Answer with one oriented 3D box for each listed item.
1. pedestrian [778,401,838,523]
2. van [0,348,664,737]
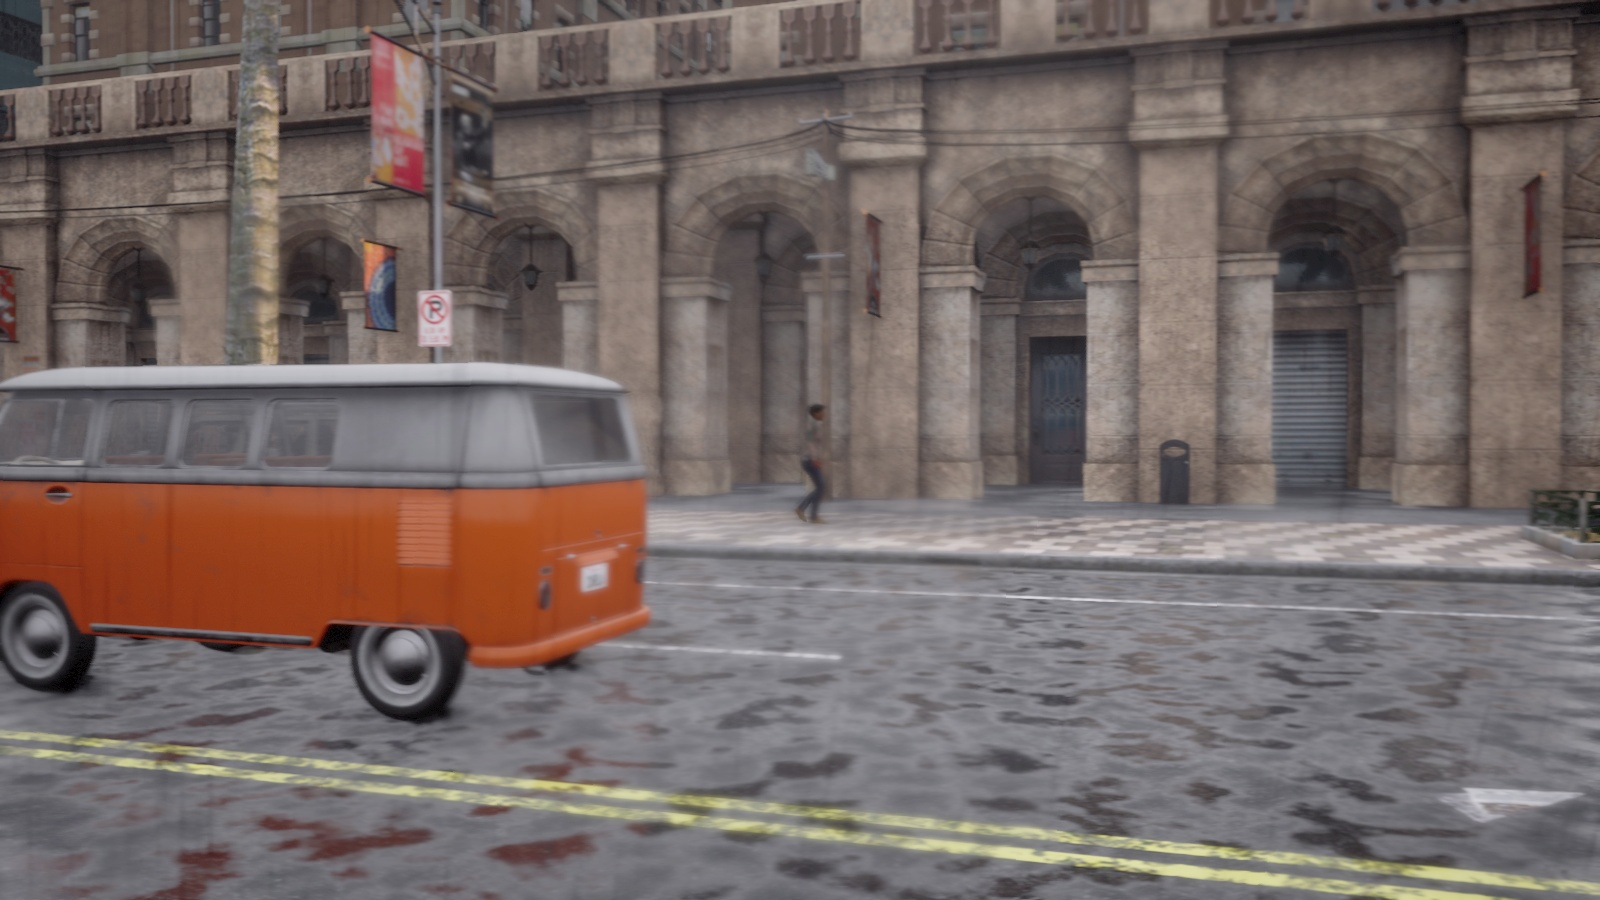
[{"bbox_3d":[0.118,0.174,18.680,0.869,1.805,0.328,0,1,0],"label":"pedestrian"},{"bbox_3d":[-3.272,0.434,7.924,4.442,1.987,1.775,1,1,18],"label":"van"}]
